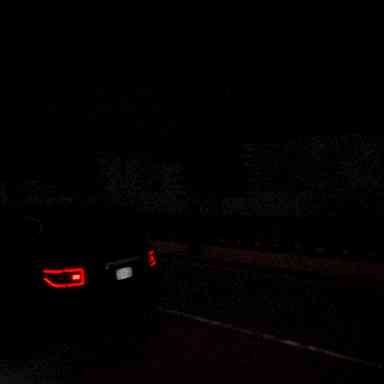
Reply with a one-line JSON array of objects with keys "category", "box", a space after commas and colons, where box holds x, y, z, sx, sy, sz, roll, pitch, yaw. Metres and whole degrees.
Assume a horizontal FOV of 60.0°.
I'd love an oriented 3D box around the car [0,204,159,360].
[{"category": "car", "box": [-3.144, 1.253, 6.236, 5.566, 2.045, 2.150, 0, 0, 35]}]
